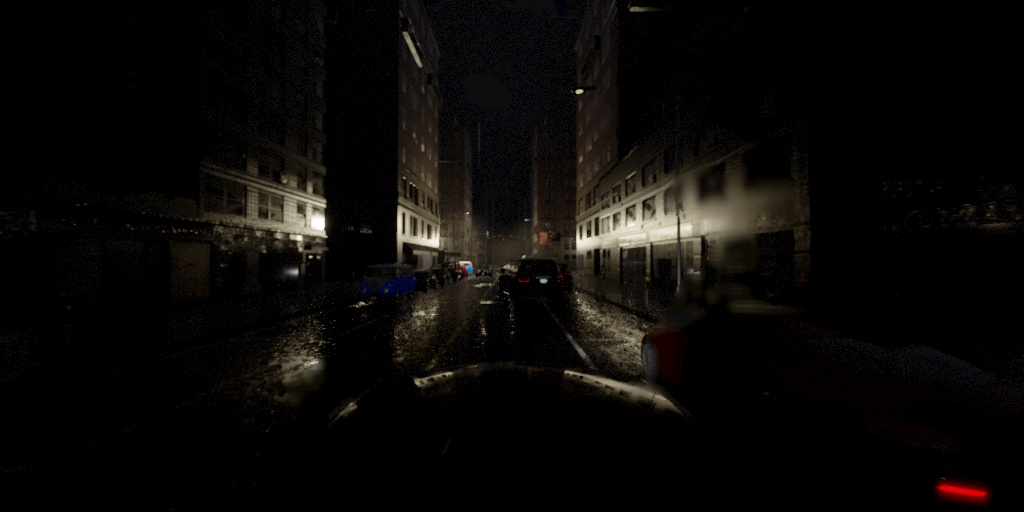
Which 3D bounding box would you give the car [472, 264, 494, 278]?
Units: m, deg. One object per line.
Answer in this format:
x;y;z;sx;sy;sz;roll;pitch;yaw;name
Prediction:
-3.157;1.735;41.444;1.837;1.490;4.892;0;-1;0;car

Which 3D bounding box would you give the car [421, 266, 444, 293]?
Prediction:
-5.902;1.574;22.923;1.948;1.339;4.313;0;0;0;car

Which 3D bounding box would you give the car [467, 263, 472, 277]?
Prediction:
-5.940;1.753;39.680;1.888;1.381;4.507;0;0;0;car

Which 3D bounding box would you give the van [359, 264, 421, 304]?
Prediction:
-5.890;1.282;17.338;1.690;1.789;3.998;0;0;0;van

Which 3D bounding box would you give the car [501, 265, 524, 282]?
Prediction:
0.014;1.651;35.636;2.128;1.511;4.902;0;-1;0;car

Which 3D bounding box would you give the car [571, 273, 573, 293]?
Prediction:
2.623;1.323;22.948;2.192;1.841;5.009;0;0;0;car

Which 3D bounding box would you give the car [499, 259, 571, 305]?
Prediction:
0.776;1.165;17.583;2.150;2.045;5.566;0;-1;-12;car

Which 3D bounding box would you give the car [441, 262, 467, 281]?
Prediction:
-5.927;1.456;34.094;2.192;1.841;5.009;0;0;0;car

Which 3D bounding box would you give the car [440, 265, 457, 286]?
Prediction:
-5.915;1.641;28.509;1.948;1.339;4.313;0;0;0;car

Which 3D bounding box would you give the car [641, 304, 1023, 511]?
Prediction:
3.145;1.308;4.347;1.812;1.442;4.674;0;-1;0;car
